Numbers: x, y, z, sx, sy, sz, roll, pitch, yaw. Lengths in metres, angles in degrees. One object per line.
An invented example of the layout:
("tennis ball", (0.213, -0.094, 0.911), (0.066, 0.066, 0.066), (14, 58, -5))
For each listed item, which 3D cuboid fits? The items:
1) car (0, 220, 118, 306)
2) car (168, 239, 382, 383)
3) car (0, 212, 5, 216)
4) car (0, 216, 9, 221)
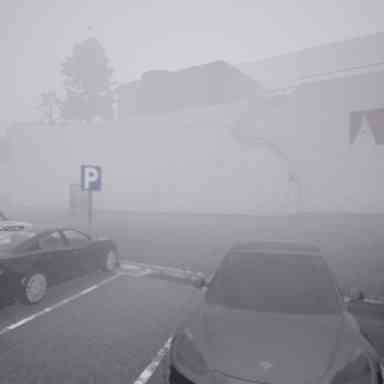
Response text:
("car", (-3.683, 1.572, 8.422), (2.097, 1.535, 5.008), (-1, -1, 16))
("car", (1.202, 1.534, 4.910), (2.163, 1.488, 4.792), (0, -1, 16))
("car", (-8.552, 1.505, 11.948), (2.185, 1.767, 4.553), (0, -1, 16))
("car", (-6.118, 1.643, 10.174), (2.002, 1.452, 4.674), (0, -1, 16))
